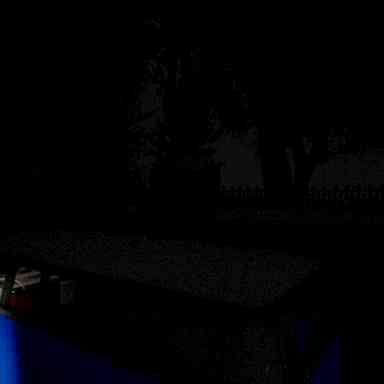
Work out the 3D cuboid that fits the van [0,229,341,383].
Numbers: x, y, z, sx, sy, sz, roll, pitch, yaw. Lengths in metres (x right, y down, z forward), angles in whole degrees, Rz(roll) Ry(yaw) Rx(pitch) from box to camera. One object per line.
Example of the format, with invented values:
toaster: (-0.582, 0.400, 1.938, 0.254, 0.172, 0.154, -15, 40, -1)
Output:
van: (-0.690, 1.341, 3.203, 3.998, 1.788, 1.690, 0, 0, 35)
